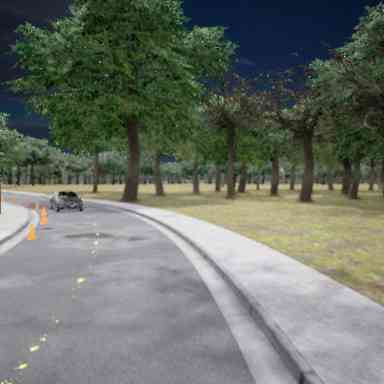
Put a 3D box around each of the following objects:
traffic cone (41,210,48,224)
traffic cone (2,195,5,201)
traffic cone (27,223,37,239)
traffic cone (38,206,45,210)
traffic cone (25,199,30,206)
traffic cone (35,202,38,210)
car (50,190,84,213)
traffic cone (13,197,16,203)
[{"bbox_3d":[-7.807,1.373,17.560,0.340,0.580,0.340,-1,2,-21],"label":"traffic cone"},{"bbox_3d":[-21.241,0.671,37.436,0.340,0.580,0.340,-1,2,-41],"label":"traffic cone"},{"bbox_3d":[-6.278,1.528,13.052,0.340,0.580,0.340,-1,2,-16],"label":"traffic cone"},{"bbox_3d":[-9.756,1.222,21.906,0.340,0.580,0.340,-1,2,-27],"label":"traffic cone"},{"bbox_3d":[-14.839,0.938,29.948,0.340,0.580,0.340,-1,2,-38],"label":"traffic cone"},{"bbox_3d":[-12.108,1.076,26.048,0.340,0.580,0.340,-1,2,-32],"label":"traffic cone"},{"bbox_3d":[-9.553,0.660,25.235,1.837,1.490,4.892,0,2,-31],"label":"car"},{"bbox_3d":[-17.960,0.805,33.665,0.340,0.580,0.340,-1,2,-41],"label":"traffic cone"}]
